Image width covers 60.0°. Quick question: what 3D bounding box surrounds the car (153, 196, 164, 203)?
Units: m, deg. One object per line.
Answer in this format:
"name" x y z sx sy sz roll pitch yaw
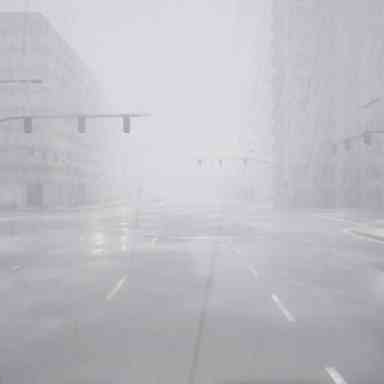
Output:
"car" -7.000 1.533 69.890 2.033 1.411 5.357 0 0 0
